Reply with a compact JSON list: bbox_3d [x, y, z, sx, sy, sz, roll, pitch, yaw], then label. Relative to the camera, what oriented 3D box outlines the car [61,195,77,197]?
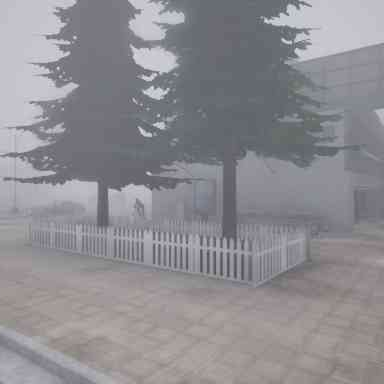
[{"bbox_3d":[-24.475,1.294,65.147,4.514,1.523,2.007,0,0,36],"label":"car"}]

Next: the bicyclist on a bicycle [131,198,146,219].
[{"bbox_3d":[-4.164,1.284,25.746,1.656,1.620,0.582,0,0,36],"label":"bicyclist on a bicycle"}]

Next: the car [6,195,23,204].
[{"bbox_3d":[-30.402,1.316,57.102,3.633,1.501,1.845,0,0,36],"label":"car"}]

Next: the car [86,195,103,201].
[{"bbox_3d":[-23.425,1.356,79.758,3.806,1.475,1.970,0,0,36],"label":"car"}]

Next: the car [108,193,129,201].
[{"bbox_3d":[-16.555,1.093,74.788,4.605,1.855,1.932,0,0,36],"label":"car"}]

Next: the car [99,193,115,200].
[{"bbox_3d":[-20.971,1.072,82.082,3.866,1.878,1.905,0,0,36],"label":"car"}]

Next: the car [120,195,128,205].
[{"bbox_3d":[-11.912,1.074,51.668,3.866,1.878,1.905,0,0,36],"label":"car"}]

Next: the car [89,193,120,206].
[{"bbox_3d":[-13.292,1.095,49.079,4.605,1.855,1.932,0,0,36],"label":"car"}]

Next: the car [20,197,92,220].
[{"bbox_3d":[-11.499,1.474,28.391,2.128,1.511,4.902,0,0,36],"label":"car"}]
